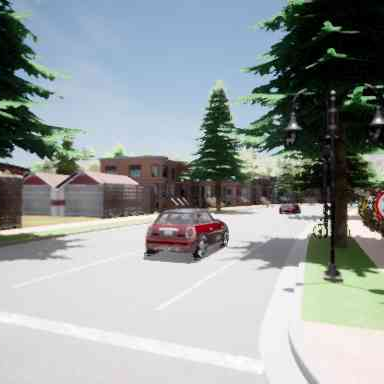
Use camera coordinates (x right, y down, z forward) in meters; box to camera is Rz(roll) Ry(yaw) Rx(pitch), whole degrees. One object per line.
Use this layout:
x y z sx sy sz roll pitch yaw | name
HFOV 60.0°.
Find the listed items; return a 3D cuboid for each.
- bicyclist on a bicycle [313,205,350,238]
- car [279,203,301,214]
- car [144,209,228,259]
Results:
6.736 1.462 16.066 1.656 1.620 0.582 0 -1 21 | bicyclist on a bicycle
12.149 1.995 41.220 1.994 1.385 4.181 0 -1 27 | car
-0.031 1.445 13.314 2.097 1.767 4.553 0 -1 21 | car
